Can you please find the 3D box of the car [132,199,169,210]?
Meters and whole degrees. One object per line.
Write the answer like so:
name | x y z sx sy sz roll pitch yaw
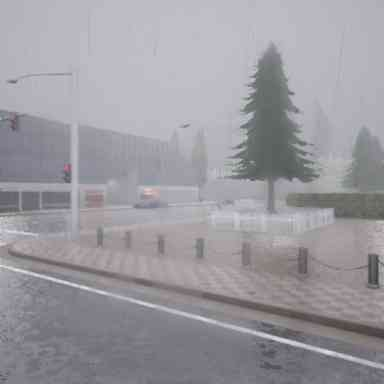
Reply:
car | -5.193 1.564 42.743 2.033 1.411 5.357 0 0 36

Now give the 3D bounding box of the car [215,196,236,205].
car | 5.830 1.532 57.936 2.128 1.511 4.902 0 0 36
